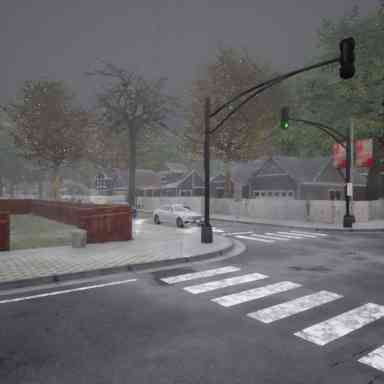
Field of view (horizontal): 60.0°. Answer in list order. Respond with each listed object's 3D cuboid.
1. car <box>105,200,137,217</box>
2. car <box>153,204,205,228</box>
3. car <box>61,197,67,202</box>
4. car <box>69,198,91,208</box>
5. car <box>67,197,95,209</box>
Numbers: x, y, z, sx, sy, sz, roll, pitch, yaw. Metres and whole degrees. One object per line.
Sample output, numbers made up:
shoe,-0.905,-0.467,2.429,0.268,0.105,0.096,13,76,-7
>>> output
car,-6.828,1.513,30.824,1.882,1.535,5.008,0,0,-36
car,-0.990,1.547,22.655,1.812,1.442,4.674,0,0,-36
car,-22.359,1.600,57.419,2.128,1.511,4.902,0,0,-36
car,-16.699,1.654,49.611,1.994,1.385,4.181,0,0,-35
car,-12.816,1.530,39.205,1.882,1.535,5.008,0,0,-35
